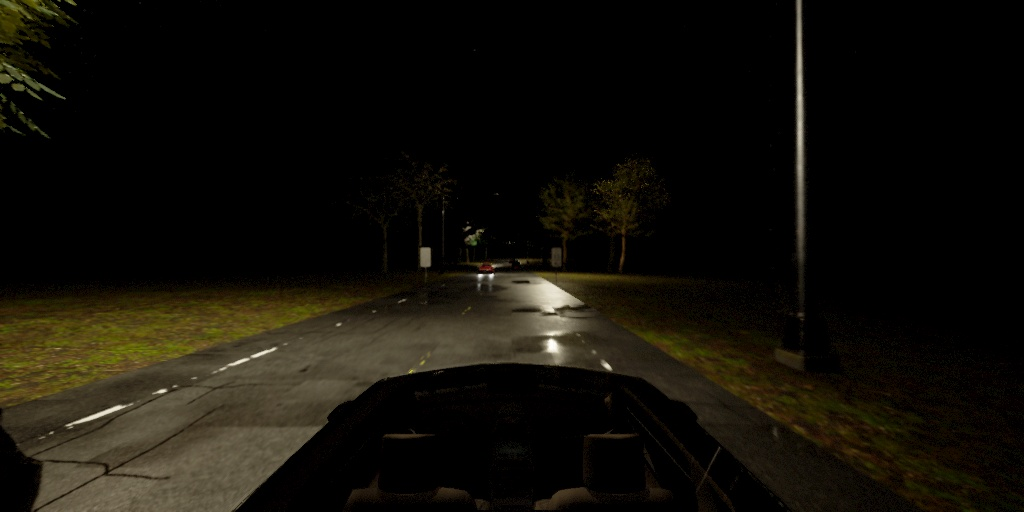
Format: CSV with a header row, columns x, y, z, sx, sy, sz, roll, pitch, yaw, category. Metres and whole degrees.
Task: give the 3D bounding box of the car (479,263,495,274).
x,y,z,sx,sy,sz,roll,pitch,yaw,category
-3.587,1.778,50.125,1.812,1.442,4.674,0,0,0,car
